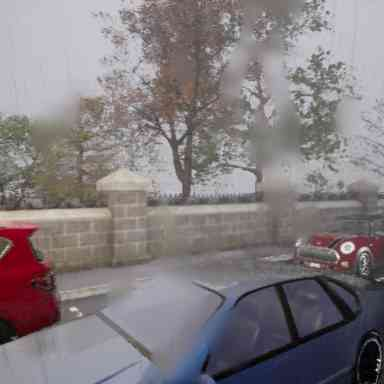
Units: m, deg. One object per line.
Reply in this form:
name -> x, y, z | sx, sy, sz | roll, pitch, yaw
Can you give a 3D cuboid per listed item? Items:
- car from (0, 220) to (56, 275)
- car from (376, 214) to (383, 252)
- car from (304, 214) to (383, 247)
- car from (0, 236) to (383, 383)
car -> -4.079, 1.315, 3.655 | 5.009, 1.841, 2.192 | 0, 0, -35
car -> 9.441, 1.549, 13.297 | 4.507, 1.381, 1.887 | 0, 0, -35
car -> 4.934, 1.443, 10.083 | 4.097, 1.590, 1.967 | 0, 0, -35
car -> 0.383, 1.548, 3.644 | 5.357, 1.411, 2.033 | 0, 0, -36
